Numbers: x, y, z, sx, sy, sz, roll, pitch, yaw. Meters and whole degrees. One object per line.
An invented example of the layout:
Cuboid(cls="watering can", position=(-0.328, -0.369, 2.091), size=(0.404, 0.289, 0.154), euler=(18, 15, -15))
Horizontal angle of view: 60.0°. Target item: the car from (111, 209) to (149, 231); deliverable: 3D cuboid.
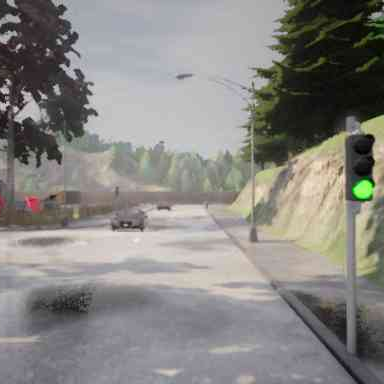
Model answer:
Cuboid(cls="car", position=(-3.991, 1.814, 22.021), size=(1.994, 1.385, 4.181), euler=(0, -1, 0))

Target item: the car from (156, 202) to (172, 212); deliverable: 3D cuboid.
Cuboid(cls="car", position=(-3.986, 2.075, 47.621), size=(1.895, 1.301, 4.718), euler=(0, 0, 0))
